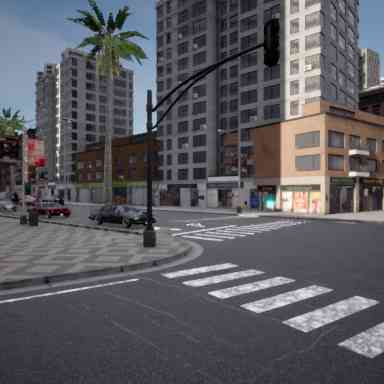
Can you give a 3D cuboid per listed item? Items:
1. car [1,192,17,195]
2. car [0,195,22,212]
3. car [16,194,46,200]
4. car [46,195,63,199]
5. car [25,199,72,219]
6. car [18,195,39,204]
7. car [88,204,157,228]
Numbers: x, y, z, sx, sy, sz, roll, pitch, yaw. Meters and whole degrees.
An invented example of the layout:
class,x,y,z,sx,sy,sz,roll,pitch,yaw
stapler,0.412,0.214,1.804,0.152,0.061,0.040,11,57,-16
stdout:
class,x,y,z,sx,sy,sz,roll,pitch,yaw
car,-30.291,0.991,54.724,2.150,2.045,5.566,0,0,-44
car,-20.755,1.381,36.371,4.902,1.511,2.128,0,0,43
car,-23.199,1.361,47.806,4.674,1.442,1.812,0,0,45
car,-21.207,1.184,50.404,4.553,1.767,2.097,0,0,45
car,-12.386,1.537,28.836,4.718,1.301,1.895,0,0,41
car,-28.251,1.270,57.286,1.837,1.490,4.892,0,0,-44
car,-4.818,1.523,22.387,5.357,1.411,2.033,0,0,40
